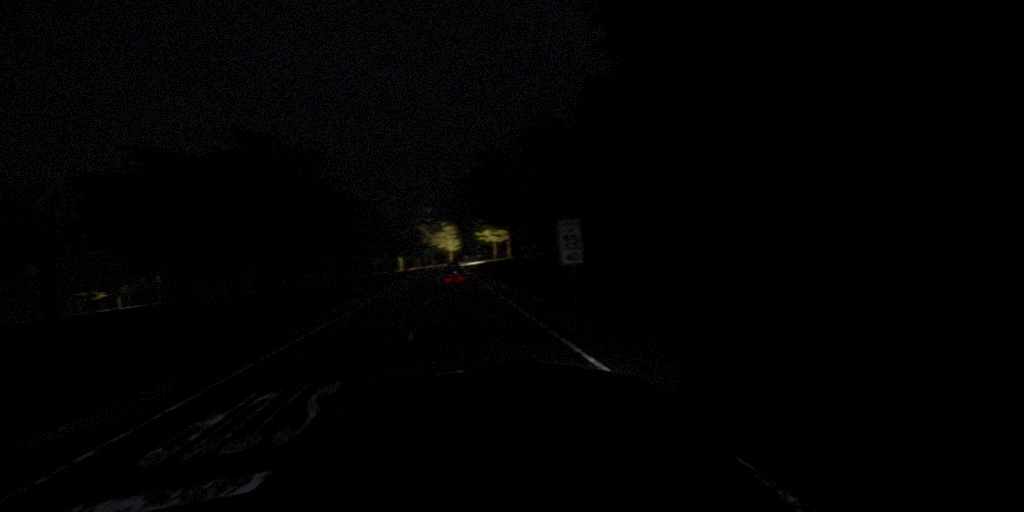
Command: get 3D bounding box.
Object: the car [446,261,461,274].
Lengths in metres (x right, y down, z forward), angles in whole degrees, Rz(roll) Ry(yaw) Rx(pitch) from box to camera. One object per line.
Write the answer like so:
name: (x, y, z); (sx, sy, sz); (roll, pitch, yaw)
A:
car: (-8.253, 1.601, 50.352); (1.837, 1.490, 4.892); (-6, 1, -10)

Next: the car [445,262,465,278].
car: (-6.328, 1.516, 39.456); (1.812, 1.442, 4.674); (-6, 0, -10)
